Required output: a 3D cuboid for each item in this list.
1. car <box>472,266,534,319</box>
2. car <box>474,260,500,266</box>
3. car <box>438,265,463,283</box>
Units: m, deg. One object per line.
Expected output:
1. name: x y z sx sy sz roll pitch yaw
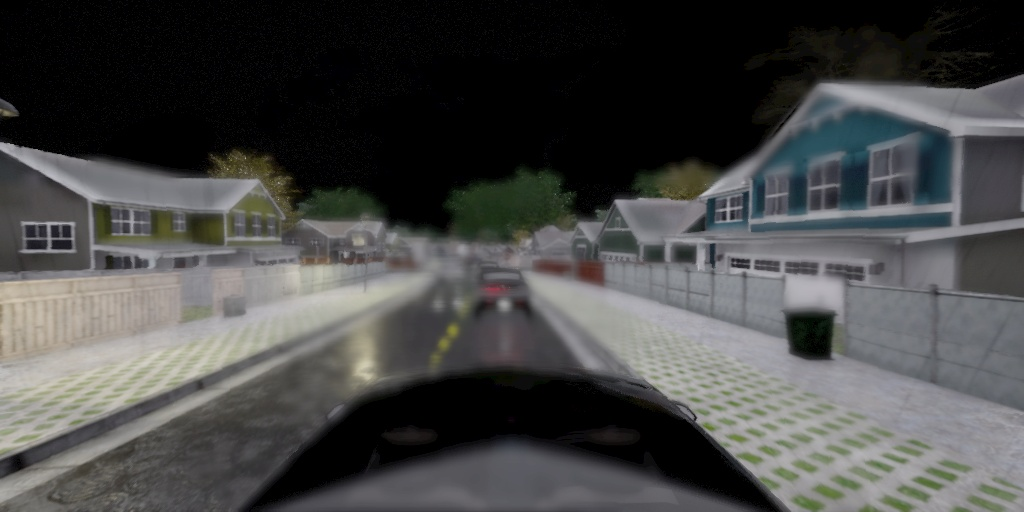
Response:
1. car: -0.332 1.216 12.656 1.837 1.490 4.892 0 -2 -3
2. car: -1.654 1.225 26.522 1.837 1.490 4.892 0 0 -7
3. car: -4.792 1.347 28.218 1.895 1.301 4.718 0 0 -8
